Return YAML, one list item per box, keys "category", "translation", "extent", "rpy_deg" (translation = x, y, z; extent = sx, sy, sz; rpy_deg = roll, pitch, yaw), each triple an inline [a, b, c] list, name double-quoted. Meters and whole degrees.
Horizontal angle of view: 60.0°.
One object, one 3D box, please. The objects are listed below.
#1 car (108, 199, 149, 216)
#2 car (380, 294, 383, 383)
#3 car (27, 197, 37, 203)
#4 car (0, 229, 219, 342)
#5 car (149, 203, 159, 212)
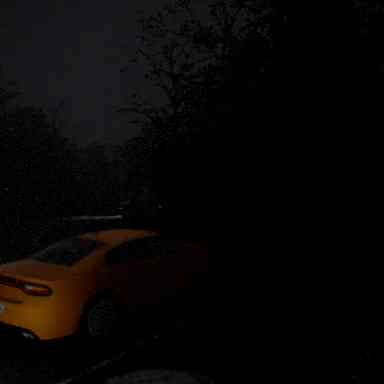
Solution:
- category: "car"
  translation: [-5.910, 1.433, 32.086]
  extent: [1.812, 1.442, 4.674]
  rpy_deg: [-4, -1, 35]
- category: "car"
  translation: [3.256, 1.478, 3.500]
  extent: [2.097, 1.535, 5.008]
  rpy_deg: [0, 0, 36]
- category: "car"
  translation: [-28.682, 1.088, 56.203]
  extent: [2.150, 2.045, 5.566]
  rpy_deg: [-4, -1, 35]
- category: "car"
  translation: [-1.283, 1.490, 6.726]
  extent: [2.097, 1.535, 5.008]
  rpy_deg: [0, 0, 36]
- category: "car"
  translation: [-1.737, 1.240, 32.032]
  extent: [1.994, 1.385, 4.181]
  rpy_deg: [-4, -1, 35]
